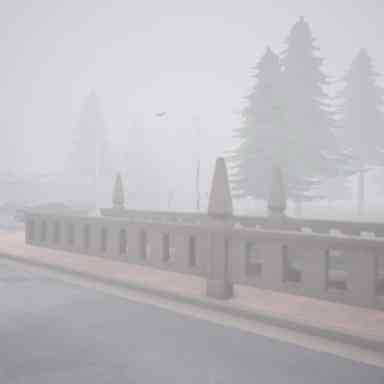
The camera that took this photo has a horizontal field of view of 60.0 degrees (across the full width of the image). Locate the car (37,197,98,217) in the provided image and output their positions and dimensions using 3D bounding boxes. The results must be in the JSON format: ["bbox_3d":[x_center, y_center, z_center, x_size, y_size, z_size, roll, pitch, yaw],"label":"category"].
[{"bbox_3d":[-11.263,1.311,30.481,1.882,1.535,5.008,0,0,38],"label":"car"}]

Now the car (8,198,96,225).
[{"bbox_3d":[-8.948,1.385,21.845,1.837,1.490,4.892,0,0,37],"label":"car"}]

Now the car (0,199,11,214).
[{"bbox_3d":[-16.208,1.335,29.797,1.812,1.442,4.674,0,0,38],"label":"car"}]
